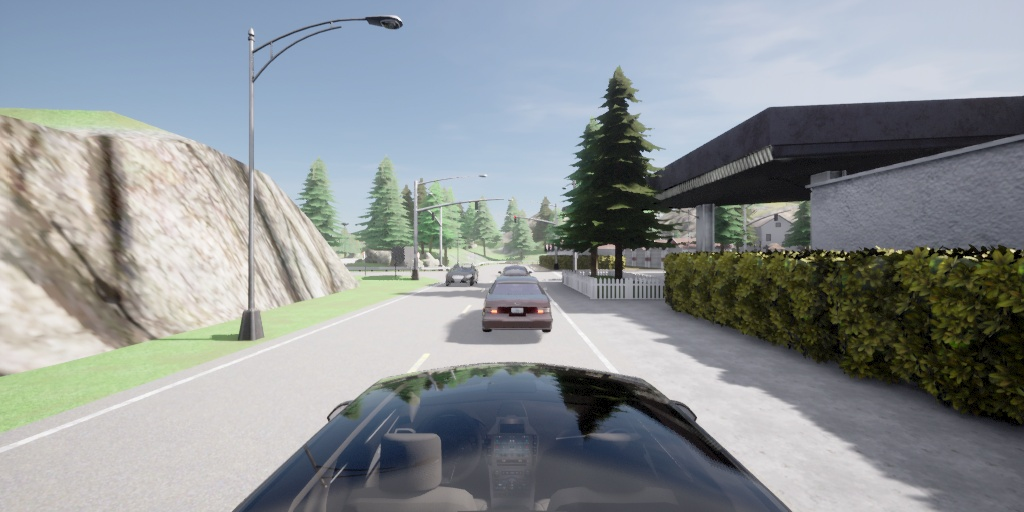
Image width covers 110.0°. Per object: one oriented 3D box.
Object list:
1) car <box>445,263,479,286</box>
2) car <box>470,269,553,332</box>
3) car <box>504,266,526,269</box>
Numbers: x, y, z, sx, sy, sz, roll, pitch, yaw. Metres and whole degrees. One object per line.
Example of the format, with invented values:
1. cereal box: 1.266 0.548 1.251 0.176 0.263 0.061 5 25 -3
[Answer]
1. car: -3.399 1.271 24.994 2.128 1.511 4.902 0 0 0
2. car: 0.136 1.297 10.772 2.033 1.411 5.357 0 0 0
3. car: 0.181 1.276 20.358 1.812 1.442 4.674 0 0 0
